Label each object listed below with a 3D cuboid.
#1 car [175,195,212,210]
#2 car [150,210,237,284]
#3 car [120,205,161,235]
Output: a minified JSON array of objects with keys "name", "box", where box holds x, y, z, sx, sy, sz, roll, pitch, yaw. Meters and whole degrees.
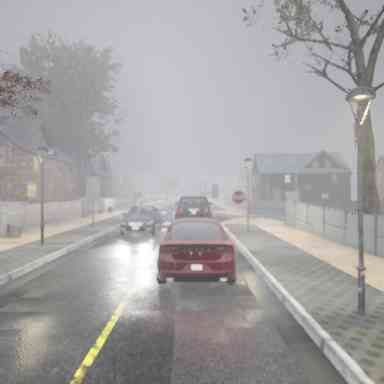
[{"name":"car","box":[0.094,1.222,20.937,2.150,2.045,5.566,0,0,0]},{"name":"car","box":[0.098,1.476,9.562,1.882,1.535,5.008,0,0,0]},{"name":"car","box":[-2.755,1.498,18.685,2.128,1.511,4.902,0,0,0]}]
